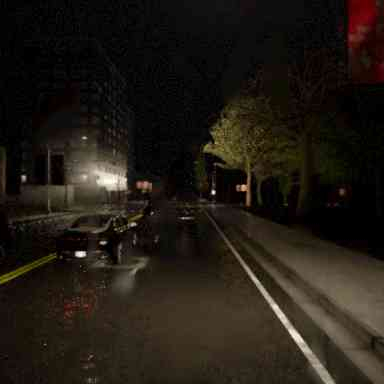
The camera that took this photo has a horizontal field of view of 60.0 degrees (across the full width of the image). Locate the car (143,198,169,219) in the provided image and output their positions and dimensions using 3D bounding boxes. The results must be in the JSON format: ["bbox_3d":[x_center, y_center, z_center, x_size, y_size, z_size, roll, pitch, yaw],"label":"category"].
[{"bbox_3d":[-3.208,1.538,29.474,1.837,1.490,4.892,0,0,0],"label":"car"}]

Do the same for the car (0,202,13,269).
[{"bbox_3d":[-6.613,1.234,8.043,2.150,2.045,5.566,0,0,0],"label":"car"}]

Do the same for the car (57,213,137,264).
[{"bbox_3d":[-3.170,1.514,11.878,1.837,1.490,4.892,0,0,0],"label":"car"}]
